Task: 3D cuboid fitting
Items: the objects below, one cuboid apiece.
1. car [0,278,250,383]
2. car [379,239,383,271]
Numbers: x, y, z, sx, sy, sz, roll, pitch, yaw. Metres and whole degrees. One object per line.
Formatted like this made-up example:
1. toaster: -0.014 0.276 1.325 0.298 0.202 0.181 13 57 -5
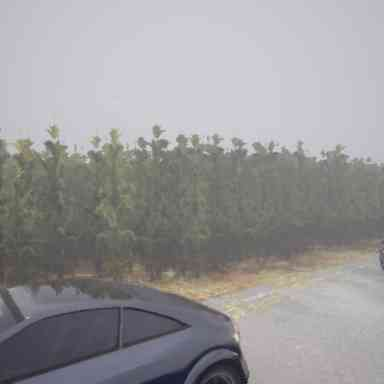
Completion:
1. car: -1.471 1.598 2.949 4.181 1.385 1.994 -1 0 -36
2. car: 7.102 1.367 9.273 5.008 1.535 1.882 -1 0 -37
